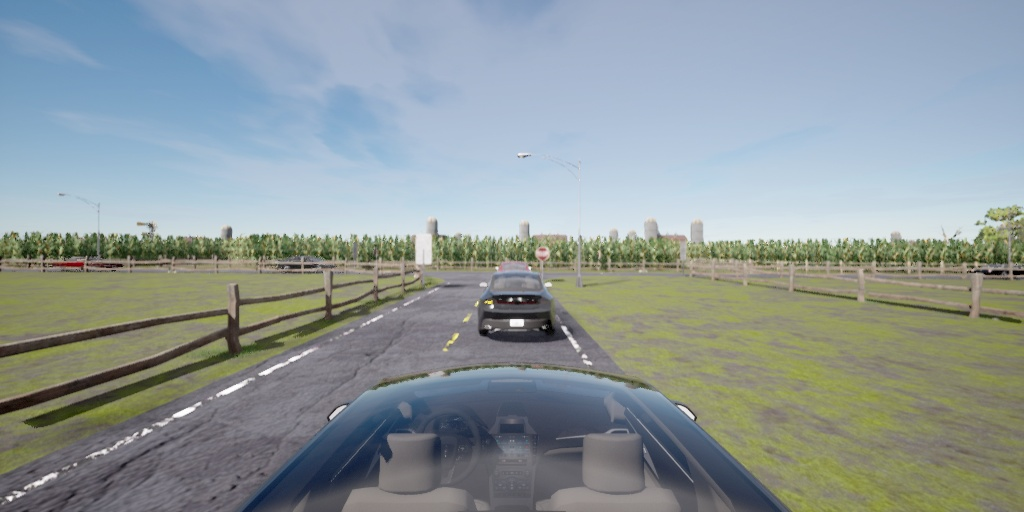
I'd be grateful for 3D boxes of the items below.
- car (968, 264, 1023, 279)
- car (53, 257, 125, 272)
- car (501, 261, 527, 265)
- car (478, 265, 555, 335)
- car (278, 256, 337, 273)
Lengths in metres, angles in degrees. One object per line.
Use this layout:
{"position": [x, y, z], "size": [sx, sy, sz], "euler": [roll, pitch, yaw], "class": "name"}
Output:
{"position": [44.605, 1.379, 32.316], "size": [4.718, 1.301, 1.895], "euler": [1, 0, 1], "class": "car"}
{"position": [-38.573, 0.744, 32.824], "size": [4.718, 1.301, 1.895], "euler": [0, 0, 1], "class": "car"}
{"position": [0.084, 1.033, 19.925], "size": [1.882, 1.535, 5.008], "euler": [0, 1, -1], "class": "car"}
{"position": [0.110, 1.165, 10.125], "size": [1.837, 1.490, 4.892], "euler": [0, 1, 0], "class": "car"}
{"position": [-18.534, 0.776, 32.682], "size": [4.892, 1.490, 1.837], "euler": [0, 0, 0], "class": "car"}
